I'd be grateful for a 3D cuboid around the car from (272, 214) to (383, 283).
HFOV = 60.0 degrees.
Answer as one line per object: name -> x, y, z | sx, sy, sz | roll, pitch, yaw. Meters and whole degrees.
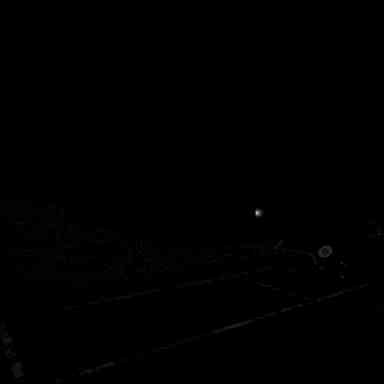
car -> 4.186, 1.471, 9.648 | 4.097, 1.590, 1.967 | 0, -1, -35
